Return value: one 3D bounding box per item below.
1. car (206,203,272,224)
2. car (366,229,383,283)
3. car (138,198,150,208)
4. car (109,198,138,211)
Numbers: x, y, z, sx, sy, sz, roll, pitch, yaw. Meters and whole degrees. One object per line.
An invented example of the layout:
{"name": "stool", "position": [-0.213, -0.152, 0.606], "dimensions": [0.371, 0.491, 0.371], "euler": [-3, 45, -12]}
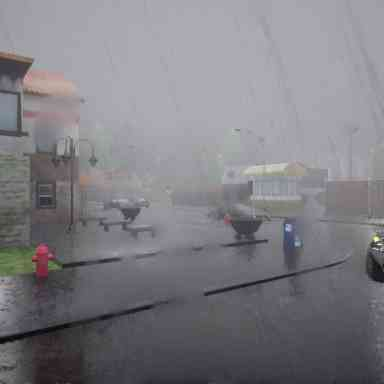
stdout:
{"name": "car", "position": [3.249, 1.547, 24.361], "dimensions": [2.033, 1.411, 5.357], "euler": [0, 0, -35]}
{"name": "car", "position": [6.671, 1.222, 8.699], "dimensions": [5.566, 2.045, 2.150], "euler": [0, 1, -41]}
{"name": "car", "position": [-7.681, 1.526, 46.781], "dimensions": [1.812, 1.442, 4.674], "euler": [0, 0, -39]}
{"name": "car", "position": [-8.856, 1.525, 41.512], "dimensions": [1.812, 1.442, 4.674], "euler": [0, 0, -35]}
